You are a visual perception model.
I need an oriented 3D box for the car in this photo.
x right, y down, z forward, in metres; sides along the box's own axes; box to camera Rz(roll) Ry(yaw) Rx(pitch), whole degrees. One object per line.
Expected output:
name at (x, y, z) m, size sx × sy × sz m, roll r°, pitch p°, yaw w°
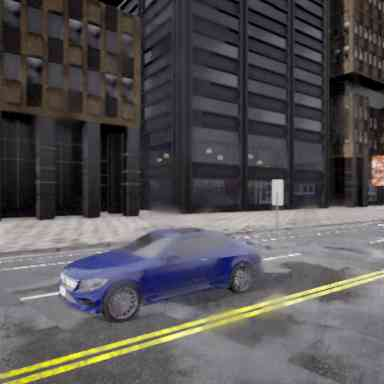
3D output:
car at (-0.435, 1.550, 7.368) m, size 4.674 × 1.442 × 1.812 m, roll 1°, pitch 0°, yaw -36°
